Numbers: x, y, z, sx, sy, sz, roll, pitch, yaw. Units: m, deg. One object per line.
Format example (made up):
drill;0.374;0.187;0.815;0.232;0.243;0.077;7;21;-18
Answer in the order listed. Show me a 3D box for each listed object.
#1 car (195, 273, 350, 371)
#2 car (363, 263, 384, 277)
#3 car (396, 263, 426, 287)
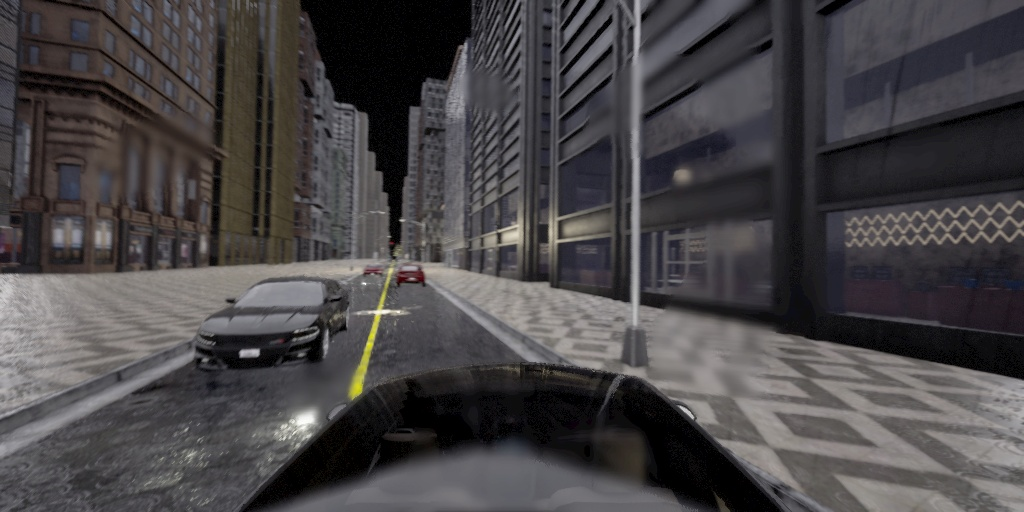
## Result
car;-4.803;1.195;7.902;1.882;1.535;5.008;1;0;-18
car;-13.960;1.417;36.303;1.895;1.301;4.718;1;-1;-18
car;-7.284;1.320;25.781;1.882;1.535;5.008;1;0;-18
